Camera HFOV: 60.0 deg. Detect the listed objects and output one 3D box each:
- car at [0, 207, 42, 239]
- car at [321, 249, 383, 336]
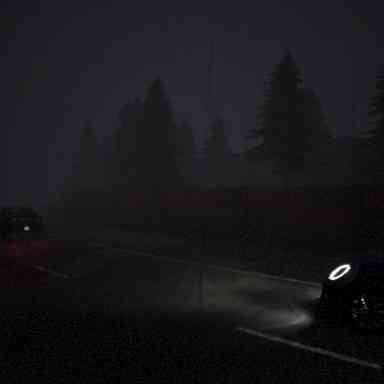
[{"bbox_3d":[-9.675,1.550,17.928,2.128,1.511,4.902,0,0,-43],"label":"car"},{"bbox_3d":[4.497,1.362,5.220,4.553,1.767,2.097,0,0,35],"label":"car"}]
